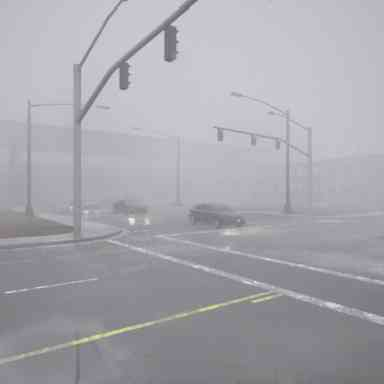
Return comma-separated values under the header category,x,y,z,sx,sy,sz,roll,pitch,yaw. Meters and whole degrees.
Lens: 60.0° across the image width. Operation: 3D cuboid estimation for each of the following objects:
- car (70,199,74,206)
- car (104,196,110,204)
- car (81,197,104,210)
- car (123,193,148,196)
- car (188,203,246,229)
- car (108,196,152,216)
category,x,y,z,sx,sy,sz,roll,pitch,yaw
car,-18.255,1.548,53.578,2.033,1.411,5.357,0,0,-9
car,-14.949,1.526,59.828,1.812,1.442,4.674,0,0,3
car,-13.367,1.525,42.848,1.812,1.442,4.674,0,0,-34
car,-12.256,1.223,69.394,2.150,2.045,5.566,0,0,30
car,1.526,1.505,22.030,1.837,1.490,4.892,0,0,-32
car,-6.201,1.478,32.803,1.882,1.535,5.008,0,0,-36
